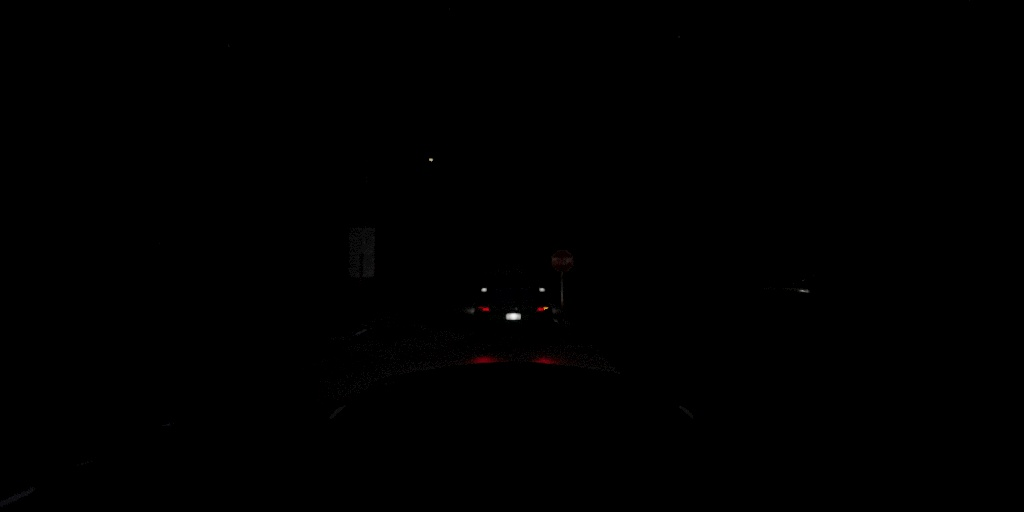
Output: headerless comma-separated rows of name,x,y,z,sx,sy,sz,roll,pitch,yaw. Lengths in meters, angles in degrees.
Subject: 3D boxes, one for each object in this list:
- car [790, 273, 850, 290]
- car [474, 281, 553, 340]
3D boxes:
car,26.784,2.152,31.092,4.674,1.442,1.812,1,-2,1
car,0.032,1.393,10.315,1.994,1.385,4.181,0,-1,0
